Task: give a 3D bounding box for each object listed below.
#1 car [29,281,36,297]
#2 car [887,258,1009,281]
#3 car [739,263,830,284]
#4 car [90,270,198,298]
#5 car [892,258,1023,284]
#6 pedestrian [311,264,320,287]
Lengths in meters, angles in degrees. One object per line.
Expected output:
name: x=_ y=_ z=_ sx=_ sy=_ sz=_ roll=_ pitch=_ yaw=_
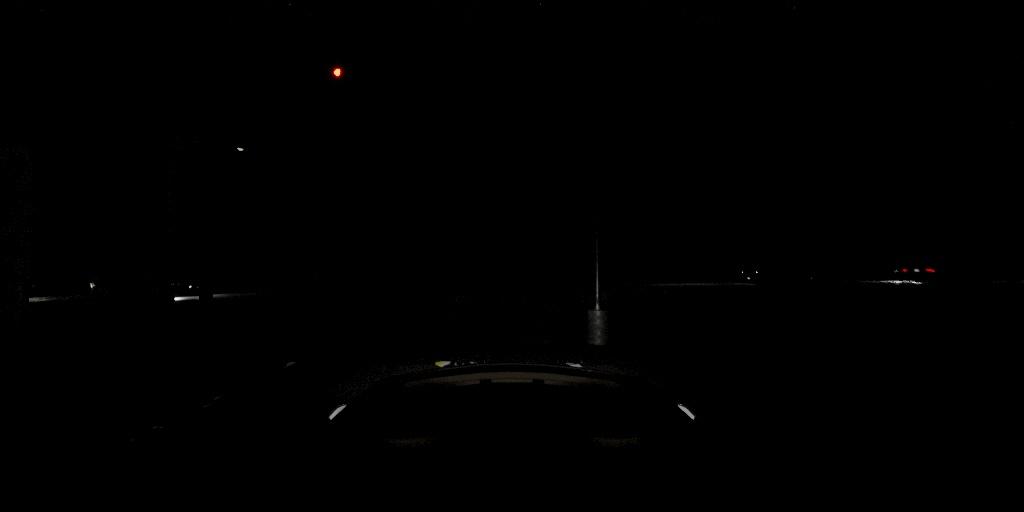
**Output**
car: x=-29.643 y=1.582 z=19.861 sx=5.008 sy=1.535 sz=1.882 roll=0 pitch=-2 yaw=0
car: x=28.284 y=0.879 z=23.401 sx=5.357 sy=1.411 sz=2.033 roll=-1 pitch=-2 yaw=0
car: x=17.658 y=1.101 z=23.427 sx=4.718 sy=1.301 sz=1.895 roll=-1 pitch=-2 yaw=0
car: x=-20.220 y=1.495 z=19.832 sx=4.892 sy=1.490 sz=1.837 roll=-1 pitch=-2 yaw=0
car: x=24.773 y=0.799 z=19.729 sx=5.357 sy=1.411 sz=2.033 roll=-1 pitch=-2 yaw=0
pedestrian: x=-15.054 y=1.466 z=27.422 sx=0.375 sy=1.860 sz=0.375 roll=0 pitch=-1 yaw=0
